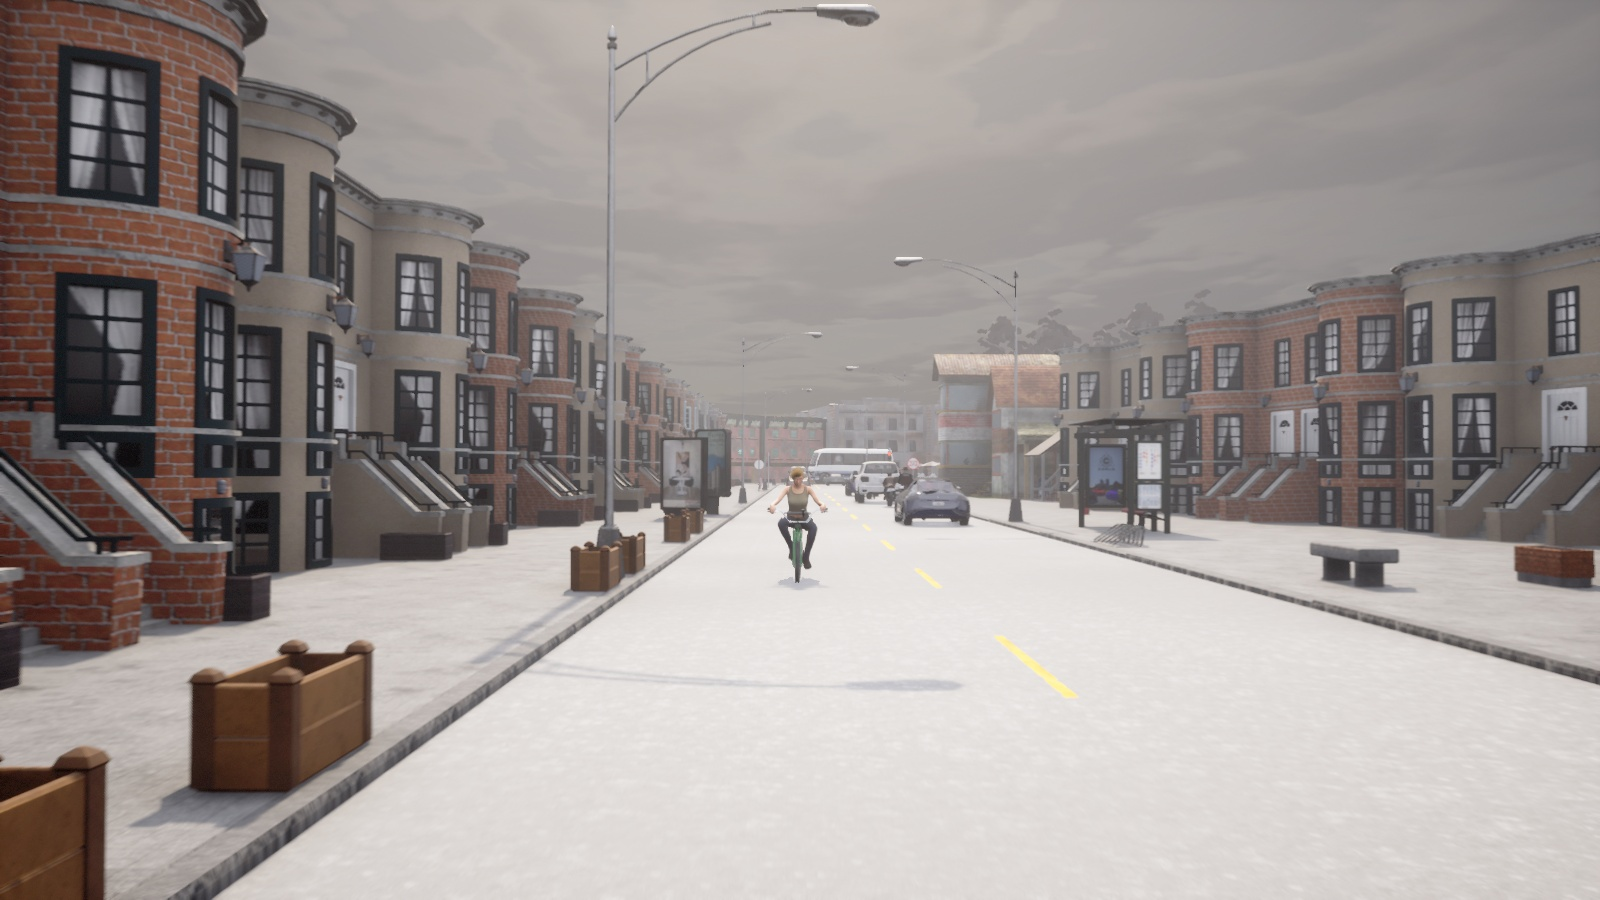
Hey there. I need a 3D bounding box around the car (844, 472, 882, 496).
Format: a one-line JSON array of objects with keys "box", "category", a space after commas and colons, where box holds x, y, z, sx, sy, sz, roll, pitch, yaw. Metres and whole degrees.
[{"box": [3.915, 2.128, 79.372, 2.163, 1.488, 4.792, 0, -1, 0], "category": "car"}]

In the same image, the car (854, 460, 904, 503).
[{"box": [3.931, 1.577, 63.259, 2.150, 2.045, 5.566, 0, -1, 0], "category": "car"}]

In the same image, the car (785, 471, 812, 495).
[{"box": [-0.088, 2.203, 84.211, 1.789, 1.549, 3.705, 0, -1, 0], "category": "car"}]

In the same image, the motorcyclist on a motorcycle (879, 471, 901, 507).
[{"box": [3.939, 1.705, 55.170, 0.797, 1.523, 2.044, 0, -1, 0], "category": "motorcyclist on a motorcycle"}]

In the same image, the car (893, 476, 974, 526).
[{"box": [3.955, 1.497, 37.904, 1.994, 1.385, 4.181, 0, -1, 0], "category": "car"}]

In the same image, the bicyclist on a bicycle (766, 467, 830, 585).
[{"box": [-0.024, 1.052, 17.945, 0.866, 1.612, 1.509, 0, -1, 0], "category": "bicyclist on a bicycle"}]
